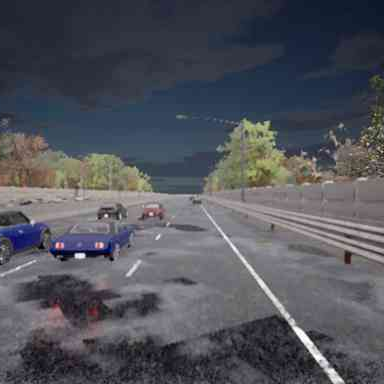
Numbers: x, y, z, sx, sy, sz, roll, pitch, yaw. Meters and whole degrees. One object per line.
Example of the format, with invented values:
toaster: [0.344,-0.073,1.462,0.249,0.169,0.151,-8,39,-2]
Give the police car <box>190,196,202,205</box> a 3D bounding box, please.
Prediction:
police car: [1.024,1.819,67.823,1.930,1.638,5.238,0,0,0]

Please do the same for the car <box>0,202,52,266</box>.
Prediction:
car: [-6.905,1.421,12.027,2.097,1.767,4.553,0,0,0]

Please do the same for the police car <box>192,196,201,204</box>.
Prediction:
police car: [1.020,1.878,77.824,1.930,1.638,5.238,0,0,0]

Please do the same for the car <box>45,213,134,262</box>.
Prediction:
car: [-3.404,1.672,12.357,1.895,1.301,4.718,0,0,0]

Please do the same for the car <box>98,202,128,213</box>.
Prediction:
car: [-6.910,1.673,29.220,1.837,1.490,4.892,0,0,0]

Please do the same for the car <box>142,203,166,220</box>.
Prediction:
car: [-3.425,1.699,30.152,1.812,1.442,4.674,0,0,0]

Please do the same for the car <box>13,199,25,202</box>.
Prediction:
car: [-24.581,1.767,47.780,2.128,1.511,4.902,0,0,0]

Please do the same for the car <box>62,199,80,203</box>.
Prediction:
car: [-17.585,1.755,48.150,1.882,1.535,5.008,0,-1,0]

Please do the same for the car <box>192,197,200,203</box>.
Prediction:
car: [1.018,2.015,83.714,1.812,1.442,4.674,0,0,0]

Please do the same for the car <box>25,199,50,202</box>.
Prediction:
car: [-21.089,1.870,46.817,1.895,1.301,4.718,0,0,0]
